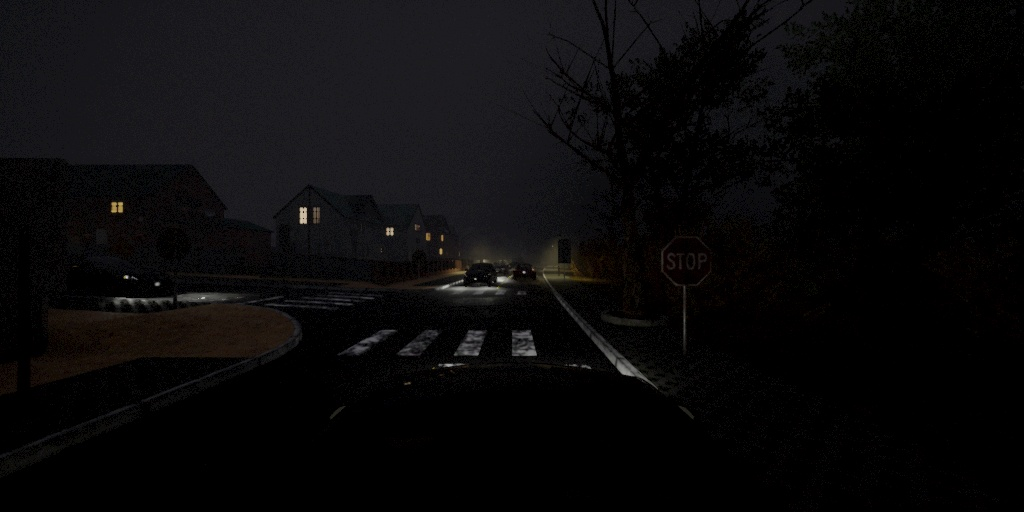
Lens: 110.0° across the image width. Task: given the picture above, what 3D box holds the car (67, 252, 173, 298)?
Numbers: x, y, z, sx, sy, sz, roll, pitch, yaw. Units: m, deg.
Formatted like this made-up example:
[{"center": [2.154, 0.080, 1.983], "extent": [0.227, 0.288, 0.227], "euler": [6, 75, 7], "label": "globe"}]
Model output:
[{"center": [-15.032, 0.610, 12.864], "extent": [4.674, 1.442, 1.812], "euler": [3, 0, 0], "label": "car"}]

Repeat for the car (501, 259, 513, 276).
[{"center": [-1.375, 1.310, 38.385], "extent": [2.128, 1.511, 4.902], "euler": [0, 0, 4], "label": "car"}]

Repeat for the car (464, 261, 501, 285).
[{"center": [-2.210, 1.277, 26.128], "extent": [1.837, 1.490, 4.892], "euler": [0, 0, 5], "label": "car"}]

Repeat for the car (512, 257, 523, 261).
[{"center": [0.850, 1.196, 60.440], "extent": [2.150, 2.045, 5.566], "euler": [0, -1, 7], "label": "car"}]

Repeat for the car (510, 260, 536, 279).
[{"center": [1.168, 1.357, 32.595], "extent": [1.994, 1.385, 4.181], "euler": [0, 0, 4], "label": "car"}]

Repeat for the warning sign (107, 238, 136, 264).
[{"center": [-19.838, 0.006, 18.245], "extent": [1.060, 1.860, 1.300], "euler": [0, 0, 0], "label": "warning sign"}]
